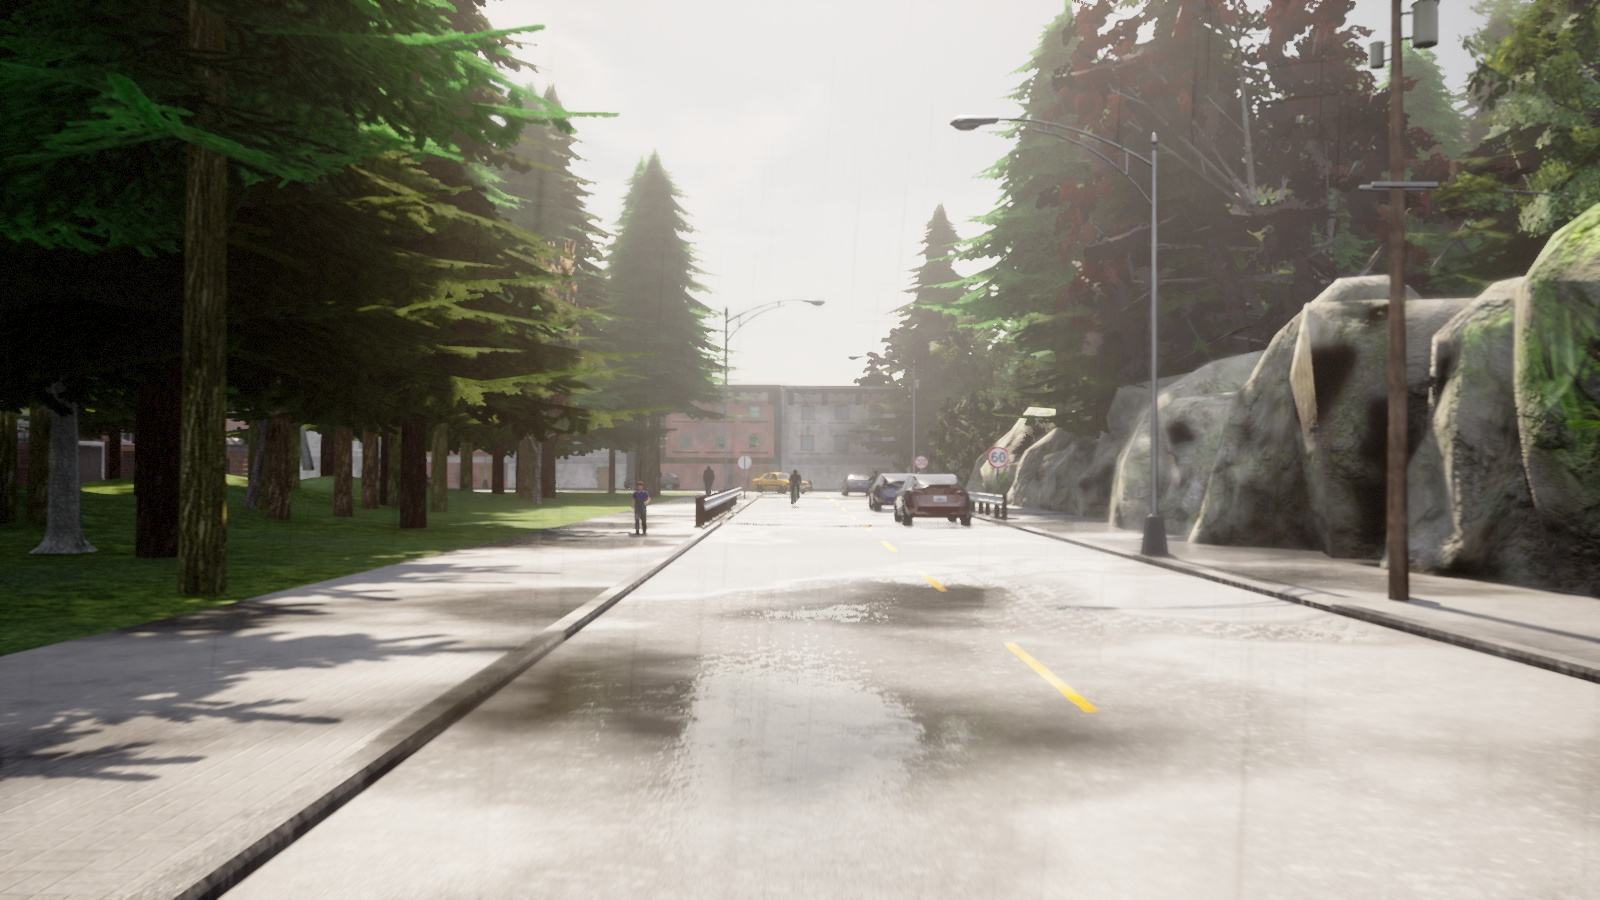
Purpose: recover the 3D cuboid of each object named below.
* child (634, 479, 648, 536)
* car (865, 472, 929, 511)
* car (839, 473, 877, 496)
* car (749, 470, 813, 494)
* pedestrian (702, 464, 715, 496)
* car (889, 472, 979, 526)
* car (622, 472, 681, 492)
[{"bbox_3d":[-3.560,1.281,28.191,0.270,1.263,0.437,0,-1,-2],"label":"child"},{"bbox_3d":[3.834,1.624,50.249,2.163,1.488,4.792,0,-1,0],"label":"car"},{"bbox_3d":[3.634,2.152,79.484,2.033,1.411,5.357,0,-1,-1],"label":"car"},{"bbox_3d":[-1.347,2.164,85.458,1.801,1.575,5.366,0,-1,-33],"label":"car"},{"bbox_3d":[-5.278,1.736,72.504,0.634,1.844,0.899,0,-1,-12],"label":"pedestrian"},{"bbox_3d":[3.912,1.412,37.428,2.163,1.488,4.792,0,-1,0],"label":"car"},{"bbox_3d":[-11.076,2.414,93.915,4.193,1.474,1.816,0,-1,2],"label":"car"}]
